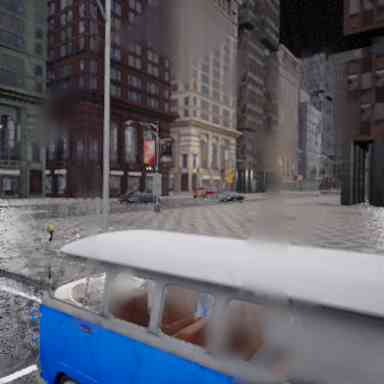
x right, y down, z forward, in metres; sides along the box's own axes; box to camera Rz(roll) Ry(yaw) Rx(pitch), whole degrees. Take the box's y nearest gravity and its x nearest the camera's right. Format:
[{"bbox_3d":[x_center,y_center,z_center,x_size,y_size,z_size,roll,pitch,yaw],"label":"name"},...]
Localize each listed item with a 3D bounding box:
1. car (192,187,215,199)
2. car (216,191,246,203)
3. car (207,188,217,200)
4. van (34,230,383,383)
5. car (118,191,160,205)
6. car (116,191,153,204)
[{"bbox_3d":[2.268,0.095,58.302,2.150,2.045,5.566,1,1,35],"label":"car"},{"bbox_3d":[5.759,0.817,46.405,1.895,1.301,4.718,1,1,35],"label":"car"},{"bbox_3d":[4.930,0.575,56.451,1.812,1.442,4.674,1,1,35],"label":"car"},{"bbox_3d":[0.297,1.327,2.861,3.998,1.788,1.690,1,1,35],"label":"van"},{"bbox_3d":[-6.200,0.797,40.978,2.033,1.411,5.357,1,1,35],"label":"car"},{"bbox_3d":[-7.651,0.648,44.524,1.882,1.535,5.008,1,1,36],"label":"car"}]
